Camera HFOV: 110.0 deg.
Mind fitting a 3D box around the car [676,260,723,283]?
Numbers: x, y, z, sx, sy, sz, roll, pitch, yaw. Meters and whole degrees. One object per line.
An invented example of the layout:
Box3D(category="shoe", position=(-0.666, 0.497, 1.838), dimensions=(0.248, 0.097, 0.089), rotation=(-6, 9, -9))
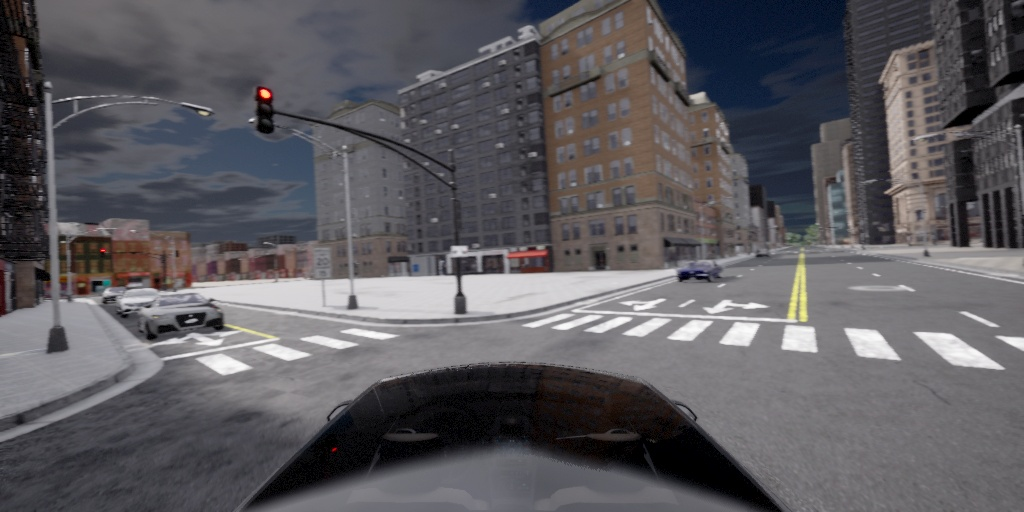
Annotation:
Box3D(category="car", position=(11.861, 0.949, 22.612), dimensions=(1.895, 1.301, 4.718), rotation=(-4, -1, 39))

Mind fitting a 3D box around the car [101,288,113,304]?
Box3D(category="car", position=(-37.575, 3.694, 34.098), dimensions=(5.357, 1.411, 2.033), rotation=(-4, -1, 40))

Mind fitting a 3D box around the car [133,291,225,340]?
Box3D(category="car", position=(-12.287, 2.096, 13.281), dimensions=(4.181, 1.385, 1.994), rotation=(-4, -1, 40))

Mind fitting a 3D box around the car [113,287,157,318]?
Box3D(category="car", position=(-21.506, 2.641, 20.831), dimensions=(4.674, 1.442, 1.812), rotation=(-4, -1, 39))
